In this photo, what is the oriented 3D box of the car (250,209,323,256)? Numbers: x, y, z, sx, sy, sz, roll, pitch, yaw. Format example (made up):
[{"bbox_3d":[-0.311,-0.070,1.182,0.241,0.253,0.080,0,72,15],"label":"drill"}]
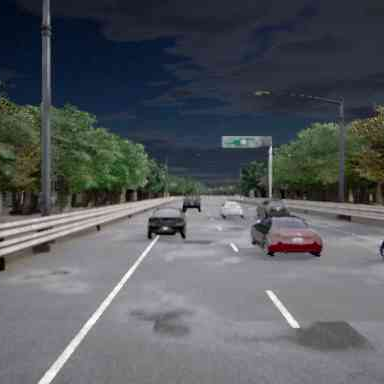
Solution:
[{"bbox_3d":[3.598,1.605,13.333,1.994,1.385,4.181,0,0,0],"label":"car"}]

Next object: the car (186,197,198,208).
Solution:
[{"bbox_3d":[-0.006,1.694,54.770,1.882,1.535,5.008,0,0,0],"label":"car"}]

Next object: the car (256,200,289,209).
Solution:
[{"bbox_3d":[7.097,1.452,29.572,2.097,1.767,4.553,0,0,0],"label":"car"}]

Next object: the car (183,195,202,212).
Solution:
[{"bbox_3d":[0.033,1.370,40.931,2.150,2.045,5.566,0,0,1],"label":"car"}]

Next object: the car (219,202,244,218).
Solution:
[{"bbox_3d":[3.596,1.632,30.992,1.812,1.442,4.674,0,0,0],"label":"car"}]

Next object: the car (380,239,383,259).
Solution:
[{"bbox_3d":[7.085,1.553,8.972,1.812,1.442,4.674,0,0,0],"label":"car"}]

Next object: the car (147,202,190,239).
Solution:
[{"bbox_3d":[-1.228,1.534,17.806,1.882,1.535,5.008,0,0,0],"label":"car"}]
